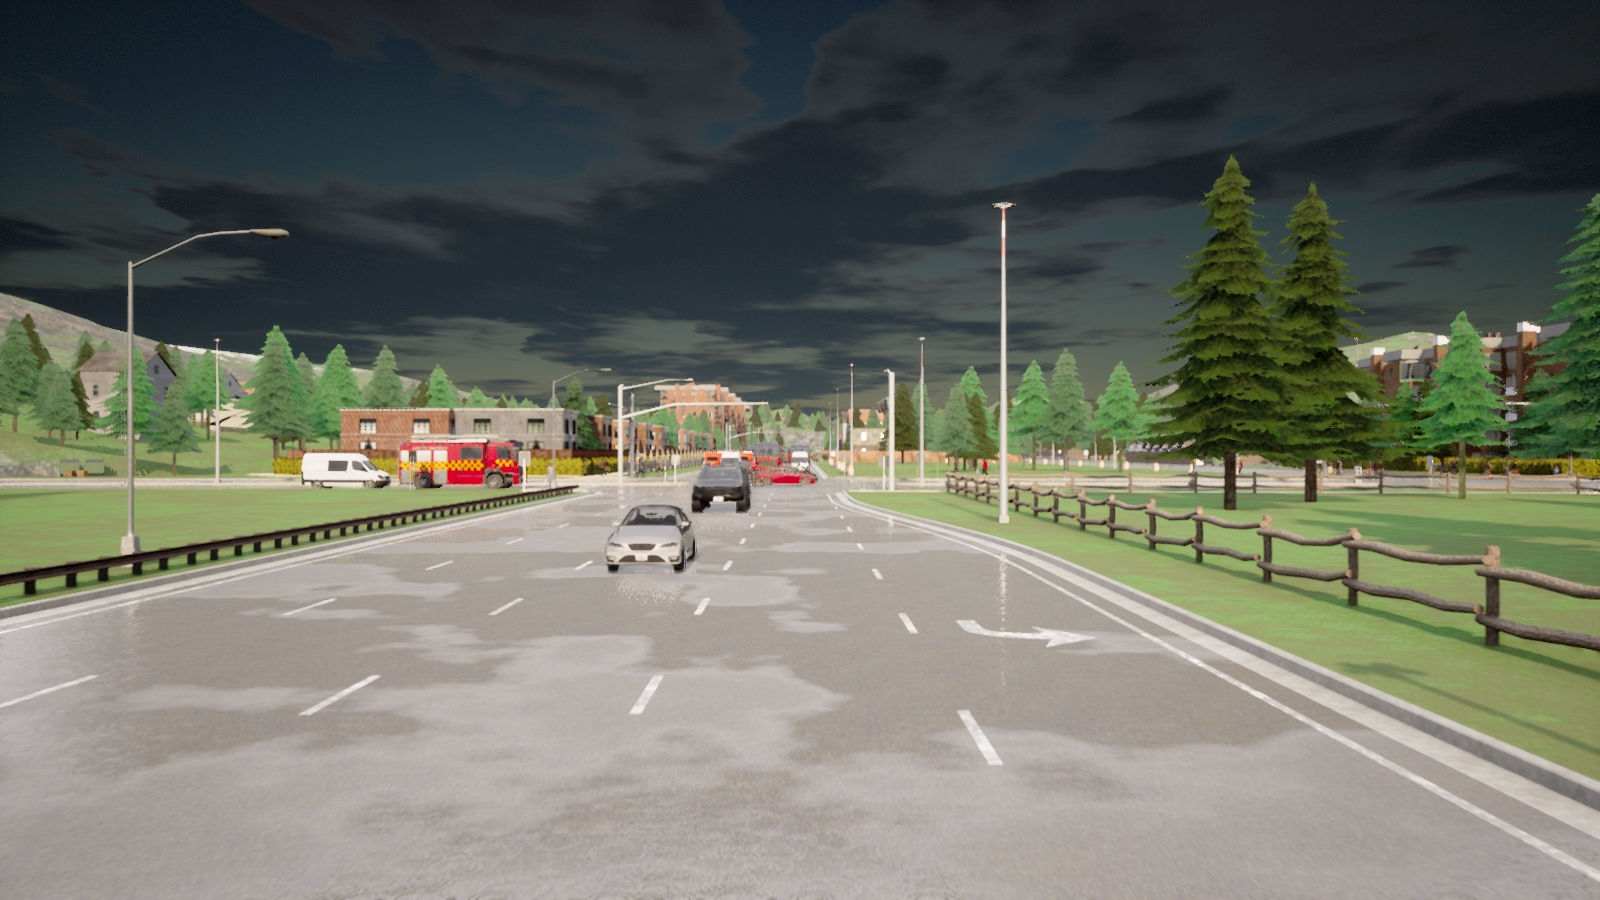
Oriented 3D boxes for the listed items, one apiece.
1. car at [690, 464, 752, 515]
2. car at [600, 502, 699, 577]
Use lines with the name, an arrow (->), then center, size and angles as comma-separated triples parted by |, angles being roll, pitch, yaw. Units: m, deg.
car -> -3.524, 1.750, 52.228 | 2.390, 2.098, 6.274 | 0, 0, 0
car -> -3.506, 2.064, 27.315 | 1.816, 1.474, 4.193 | 0, 0, 0
